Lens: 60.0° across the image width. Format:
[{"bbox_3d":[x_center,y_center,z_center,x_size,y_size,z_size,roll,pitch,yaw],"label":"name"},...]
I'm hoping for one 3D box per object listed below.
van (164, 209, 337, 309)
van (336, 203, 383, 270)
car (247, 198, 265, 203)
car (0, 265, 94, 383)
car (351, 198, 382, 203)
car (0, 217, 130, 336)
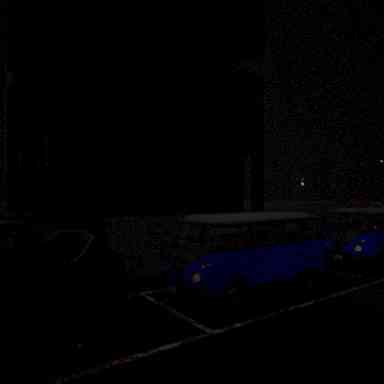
[{"bbox_3d":[1.345,1.364,7.609,3.998,1.788,1.690,0,0,-35],"label":"van"},{"bbox_3d":[5.967,1.388,10.906,3.998,1.788,1.690,0,0,-35],"label":"van"},{"bbox_3d":[14.796,1.917,77.477,1.812,1.442,4.674,0,0,-36],"label":"car"},{"bbox_3d":[-3.087,1.497,1.175,4.892,1.490,1.837,0,0,-35],"label":"car"},{"bbox_3d":[29.760,1.827,56.681,1.882,1.535,5.008,0,1,-36],"label":"car"},{"bbox_3d":[-3.277,1.314,4.312,5.009,1.841,2.192,0,0,-35],"label":"car"}]
